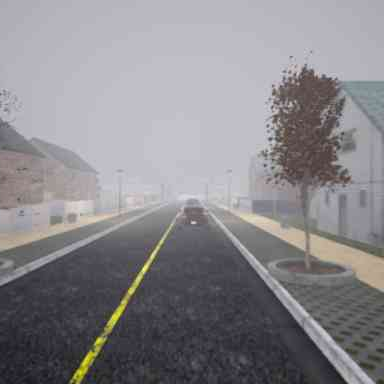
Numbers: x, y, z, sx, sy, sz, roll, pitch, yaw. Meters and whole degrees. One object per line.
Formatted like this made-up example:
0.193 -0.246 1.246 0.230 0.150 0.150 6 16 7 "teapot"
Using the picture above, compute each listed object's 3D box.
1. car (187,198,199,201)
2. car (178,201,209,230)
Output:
0.090 1.510 41.342 1.882 1.535 5.008 0 0 0 "car"
0.094 1.540 20.862 1.812 1.442 4.674 0 0 0 "car"
